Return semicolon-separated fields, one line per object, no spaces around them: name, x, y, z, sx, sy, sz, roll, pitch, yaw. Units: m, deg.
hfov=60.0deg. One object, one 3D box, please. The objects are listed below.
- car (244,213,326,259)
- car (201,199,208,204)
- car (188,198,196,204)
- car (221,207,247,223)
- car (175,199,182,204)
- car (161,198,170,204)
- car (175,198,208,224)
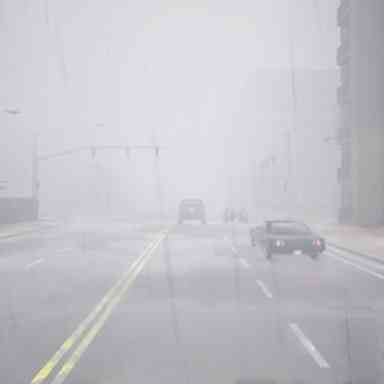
car;3.512;1.747;13.242;1.895;1.301;4.718;0;-1;0
car;3.477;2.609;93.911;1.895;1.301;4.718;0;-1;0
car;-0.023;2.547;93.597;2.033;1.411;5.357;0;-1;0
car;3.512;1.910;28.235;1.895;1.301;4.718;0;-1;0
car;-3.522;2.550;87.690;1.895;1.301;4.718;0;-1;0
car;-7.022;2.310;87.752;2.097;1.767;4.553;0;-1;0
car;0.004;1.526;27.569;2.150;2.045;5.566;0;0;0
